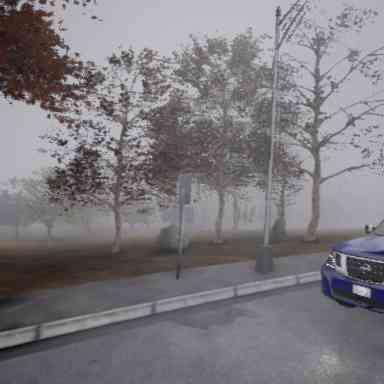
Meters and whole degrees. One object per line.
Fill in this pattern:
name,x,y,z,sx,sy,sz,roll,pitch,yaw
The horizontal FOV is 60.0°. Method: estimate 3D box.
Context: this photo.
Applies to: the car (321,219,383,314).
car,5.149,1.263,6.746,5.566,2.045,2.150,0,-1,-30
